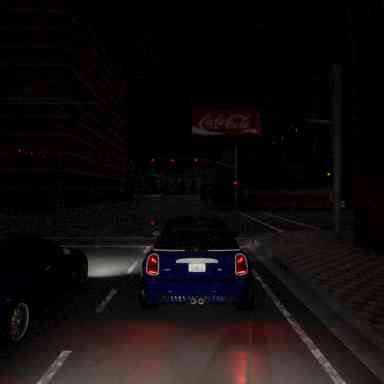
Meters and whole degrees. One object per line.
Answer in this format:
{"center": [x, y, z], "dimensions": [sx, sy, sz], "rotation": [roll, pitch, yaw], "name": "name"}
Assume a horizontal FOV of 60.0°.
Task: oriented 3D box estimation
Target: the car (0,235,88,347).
{"center": [-3.420, 1.526, 6.181], "dimensions": [1.812, 1.442, 4.674], "rotation": [0, 0, 0], "name": "car"}

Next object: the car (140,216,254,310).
{"center": [0.085, 1.352, 7.977], "dimensions": [2.097, 1.767, 4.553], "rotation": [0, 0, 0], "name": "car"}
